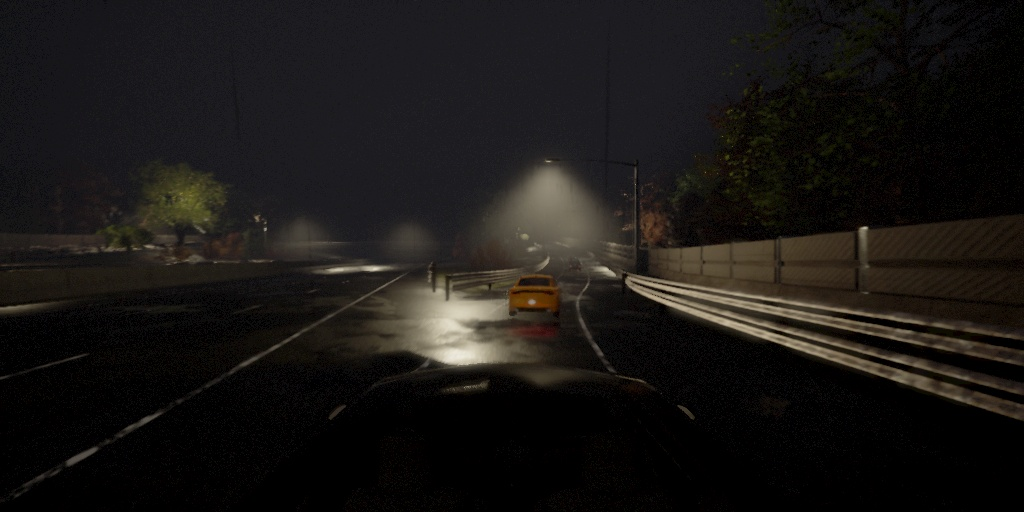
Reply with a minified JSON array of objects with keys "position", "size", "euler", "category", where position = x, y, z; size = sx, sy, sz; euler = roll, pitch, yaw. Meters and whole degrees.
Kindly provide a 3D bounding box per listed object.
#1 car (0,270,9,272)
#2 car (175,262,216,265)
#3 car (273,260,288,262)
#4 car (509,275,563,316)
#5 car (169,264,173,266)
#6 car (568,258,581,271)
[{"position":[-26.987,1.373,17.895],"size":[2.033,1.411,5.357],"euler":[0,0,-12],"category":"car"},{"position":[-30.664,1.369,35.676],"size":[1.812,1.442,4.674],"euler":[0,0,-11],"category":"car"},{"position":[-34.125,1.346,52.526],"size":[1.882,1.535,5.008],"euler":[0,0,-11],"category":"car"},{"position":[1.073,1.525,15.012],"size":[1.882,1.535,5.008],"euler":[0,-1,9],"category":"car"},{"position":[-34.595,1.428,37.461],"size":[1.994,1.385,4.181],"euler":[0,0,-11],"category":"car"},{"position":[9.746,1.520,55.519],"size":[2.033,1.411,5.357],"euler":[0,2,9],"category":"car"}]
